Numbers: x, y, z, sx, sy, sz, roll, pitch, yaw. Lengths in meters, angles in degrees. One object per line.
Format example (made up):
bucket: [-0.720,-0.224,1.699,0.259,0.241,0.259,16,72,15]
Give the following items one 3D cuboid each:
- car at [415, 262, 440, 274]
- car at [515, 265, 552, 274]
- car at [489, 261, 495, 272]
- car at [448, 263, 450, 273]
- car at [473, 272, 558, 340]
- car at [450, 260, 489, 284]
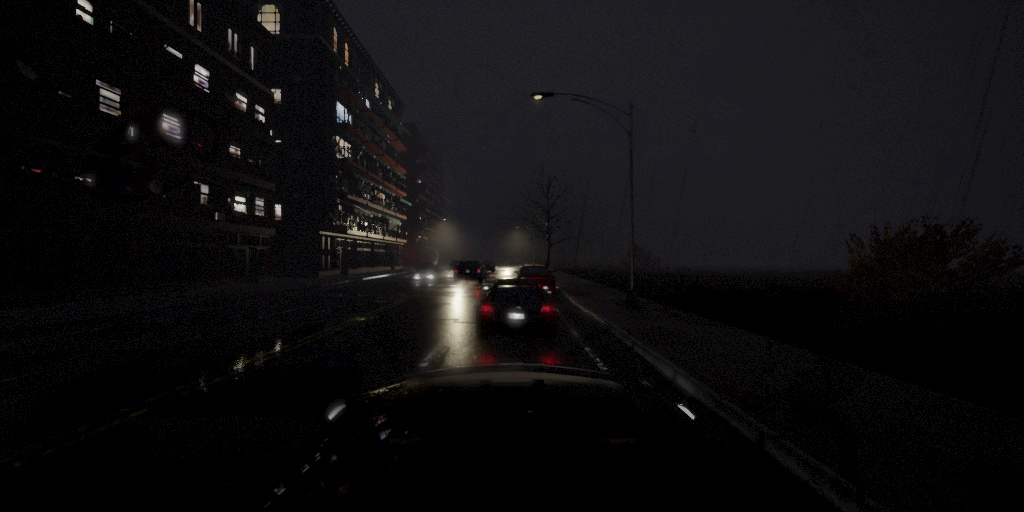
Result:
car: [-9.813,1.353,41.830,1.895,1.301,4.718,0,0,0]
car: [1.153,1.230,18.916,1.882,1.535,5.008,0,0,0]
car: [-3.106,1.277,44.741,1.812,1.442,4.674,0,0,1]
car: [-6.559,1.229,43.974,1.882,1.535,5.008,0,0,0]
car: [0.109,1.315,9.996,1.994,1.385,4.181,0,0,0]
car: [-3.126,1.106,27.435,2.097,1.767,4.553,0,0,0]
